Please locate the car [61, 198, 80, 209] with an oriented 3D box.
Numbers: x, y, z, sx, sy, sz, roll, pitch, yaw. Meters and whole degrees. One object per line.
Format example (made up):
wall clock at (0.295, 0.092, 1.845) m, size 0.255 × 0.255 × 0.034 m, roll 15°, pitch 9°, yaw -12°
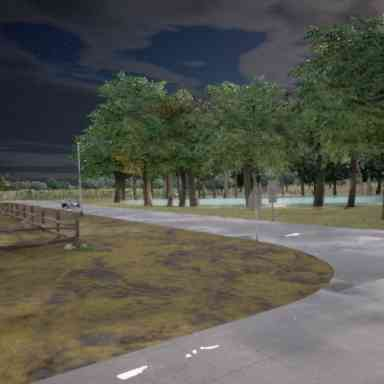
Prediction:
car at (-18.352, 1.685, 50.209) m, size 2.128 × 1.511 × 4.902 m, roll -3°, pitch 1°, yaw -35°
